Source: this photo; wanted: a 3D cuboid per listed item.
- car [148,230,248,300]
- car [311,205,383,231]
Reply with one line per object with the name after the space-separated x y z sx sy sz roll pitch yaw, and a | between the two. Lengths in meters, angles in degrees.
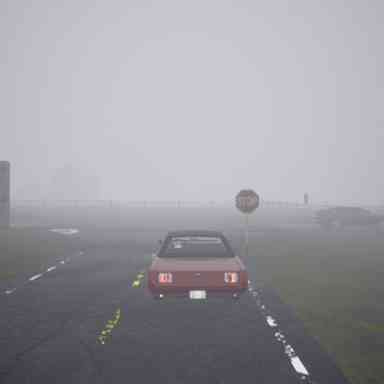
0.074 1.602 8.346 1.895 1.301 4.718 0 0 -1 | car
10.183 1.627 21.267 4.892 1.490 1.837 1 -1 0 | car
